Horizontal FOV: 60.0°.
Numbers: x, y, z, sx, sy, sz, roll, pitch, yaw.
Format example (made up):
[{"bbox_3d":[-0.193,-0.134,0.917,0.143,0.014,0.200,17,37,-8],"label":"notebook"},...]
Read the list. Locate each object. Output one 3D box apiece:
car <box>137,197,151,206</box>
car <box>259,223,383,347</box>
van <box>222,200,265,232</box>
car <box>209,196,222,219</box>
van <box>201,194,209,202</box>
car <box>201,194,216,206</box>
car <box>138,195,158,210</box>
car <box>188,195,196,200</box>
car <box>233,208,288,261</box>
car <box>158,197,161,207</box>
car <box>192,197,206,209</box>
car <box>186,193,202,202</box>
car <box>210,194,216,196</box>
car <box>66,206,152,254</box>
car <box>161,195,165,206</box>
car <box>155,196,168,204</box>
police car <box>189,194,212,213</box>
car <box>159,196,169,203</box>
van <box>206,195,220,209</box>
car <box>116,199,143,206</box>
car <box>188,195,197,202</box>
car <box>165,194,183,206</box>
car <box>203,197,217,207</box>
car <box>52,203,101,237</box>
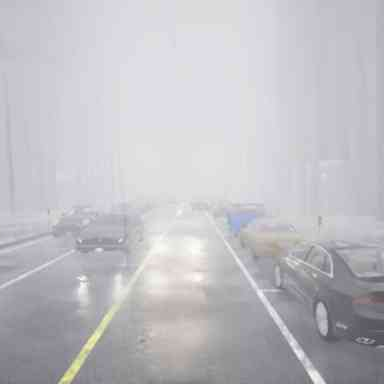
[{"bbox_3d":[-5.745,1.537,34.447,1.887,1.381,4.507,0,0,0],"label":"car"},{"bbox_3d":[2.769,1.548,6.269,2.008,1.369,4.403,0,0,0],"label":"car"},{"bbox_3d":[2.774,1.335,17.542,1.690,1.788,3.998,0,0,0],"label":"van"},{"bbox_3d":[2.778,1.433,28.815,1.967,1.590,4.097,0,0,0],"label":"car"},{"bbox_3d":[2.797,1.332,73.909,1.690,1.788,3.998,0,0,0],"label":"van"},{"bbox_3d":[2.790,1.306,56.999,2.192,1.841,5.009,0,0,0],"label":"car"},{"bbox_3d":[-5.742,1.307,40.083,2.192,1.841,5.009,0,0,0],"label":"car"},{"bbox_3d":[0.039,1.479,92.785,1.994,1.385,4.181,0,0,0],"label":"car"},{"bbox_3d":[2.771,1.520,12.075,1.752,1.417,4.829,0,0,0],"label":"car"},{"bbox_3d":[-5.740,1.558,45.720,1.947,1.339,4.313,0,0,0],"label":"car"},{"bbox_3d":[0.920,1.497,47.161,1.837,1.490,4.892,0,0,0],"label":"car"},{"bbox_3d":[0.673,1.343,53.040,2.097,1.767,4.553,0,0,-5],"label":"car"},{"bbox_3d":[2.783,1.432,40.089,1.967,1.590,4.097,0,0,0],"label":"car"},{"bbox_3d":[-3.094,1.542,13.753,2.033,1.411,5.357,0,0,0],"label":"car"},{"bbox_3d":[-5.738,1.432,51.356,1.967,1.590,4.097,0,0,0],"label":"car"},{"bbox_3d":[-5.733,1.542,62.628,2.008,1.369,4.403,0,0,0],"label":"car"},{"bbox_3d":[0.916,1.418,37.270,1.930,1.638,5.238,0,0,0],"label":"police car"},{"bbox_3d":[-5.731,1.516,68.095,1.752,1.417,4.829,0,0,0],"label":"car"},{"bbox_3d":[2.785,1.333,45.725,1.690,1.788,3.998,0,0,0],"label":"van"},{"bbox_3d":[-5.747,1.559,28.810,1.947,1.339,4.313,0,0,0],"label":"car"},{"bbox_3d":[0.031,1.360,71.994,1.882,1.535,5.008,0,0,0],"label":"car"},{"bbox_3d":[-3.023,1.538,56.265,2.033,1.411,5.357,0,0,1],"label":"car"},{"bbox_3d":[2.787,1.536,51.362,1.887,1.381,4.507,0,0,0],"label":"car"},{"bbox_3d":[-5.752,1.434,17.539,1.967,1.590,4.097,0,0,0],"label":"car"}]
